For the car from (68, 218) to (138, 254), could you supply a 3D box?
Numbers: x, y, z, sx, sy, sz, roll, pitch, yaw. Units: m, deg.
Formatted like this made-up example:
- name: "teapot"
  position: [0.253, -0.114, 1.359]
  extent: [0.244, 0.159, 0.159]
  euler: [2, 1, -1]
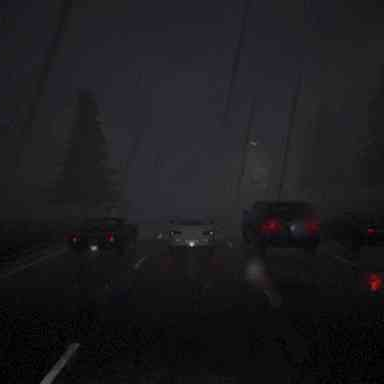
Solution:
- name: "car"
  position: [-3.502, 1.738, 14.116]
  extent: [1.895, 1.301, 4.718]
  euler: [0, -1, 0]

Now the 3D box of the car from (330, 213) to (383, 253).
- name: "car"
  position: [7.000, 1.631, 14.316]
  extent: [2.128, 1.511, 4.902]
  euler: [0, 0, 0]

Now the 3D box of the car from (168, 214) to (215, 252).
- name: "car"
  position: [0.001, 1.665, 14.384]
  extent: [1.812, 1.442, 4.674]
  euler: [0, 0, 0]

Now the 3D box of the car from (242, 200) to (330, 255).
- name: "car"
  position: [3.497, 1.352, 14.026]
  extent: [2.150, 2.045, 5.566]
  euler: [0, 0, 0]
